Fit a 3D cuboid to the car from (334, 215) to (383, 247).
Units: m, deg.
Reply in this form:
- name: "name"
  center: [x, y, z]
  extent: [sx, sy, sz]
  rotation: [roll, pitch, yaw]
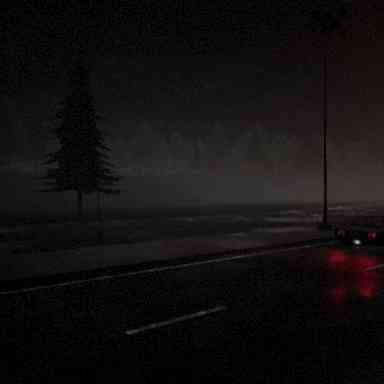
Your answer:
- name: "car"
  center: [8.091, 1.613, 13.940]
  extent: [4.718, 1.301, 1.895]
  rotation: [0, 0, -35]
